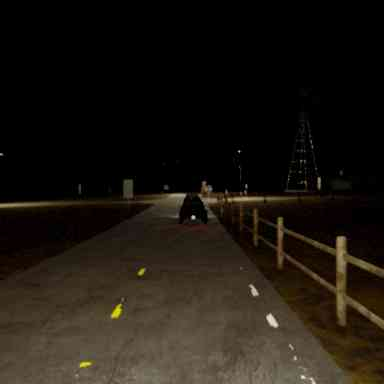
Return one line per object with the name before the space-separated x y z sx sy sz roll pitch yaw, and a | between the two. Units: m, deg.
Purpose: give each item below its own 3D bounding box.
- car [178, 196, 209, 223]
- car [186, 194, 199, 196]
car | 0.088 1.254 22.922 1.837 1.490 4.892 0 1 0
car | 0.038 0.948 35.418 1.882 1.535 5.008 0 1 0
